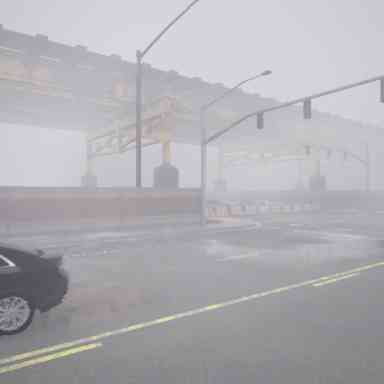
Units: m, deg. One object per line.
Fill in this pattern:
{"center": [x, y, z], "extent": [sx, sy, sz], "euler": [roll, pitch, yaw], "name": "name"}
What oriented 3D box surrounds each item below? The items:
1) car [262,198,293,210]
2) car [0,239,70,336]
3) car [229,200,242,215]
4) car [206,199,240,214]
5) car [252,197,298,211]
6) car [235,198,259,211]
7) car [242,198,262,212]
{"center": [9.944, 1.295, 40.145], "extent": [4.536, 1.218, 1.853], "euler": [0, 0, -7], "name": "car"}
{"center": [-4.472, 1.505, 5.102], "extent": [4.892, 1.490, 1.837], "euler": [0, 0, -35], "name": "car"}
{"center": [2.339, 1.453, 33.708], "extent": [4.974, 1.542, 2.038], "euler": [0, 0, 8], "name": "car"}
{"center": [2.288, 1.295, 33.715], "extent": [4.536, 1.218, 1.853], "euler": [0, 0, 8], "name": "car"}
{"center": [9.995, 1.453, 40.152], "extent": [4.974, 1.542, 2.038], "euler": [0, 0, -7], "name": "car"}
{"center": [6.100, 1.295, 36.442], "extent": [1.853, 1.218, 4.536], "euler": [0, 0, 18], "name": "car"}
{"center": [6.084, 1.453, 36.393], "extent": [2.038, 1.542, 4.974], "euler": [0, 0, 18], "name": "car"}
